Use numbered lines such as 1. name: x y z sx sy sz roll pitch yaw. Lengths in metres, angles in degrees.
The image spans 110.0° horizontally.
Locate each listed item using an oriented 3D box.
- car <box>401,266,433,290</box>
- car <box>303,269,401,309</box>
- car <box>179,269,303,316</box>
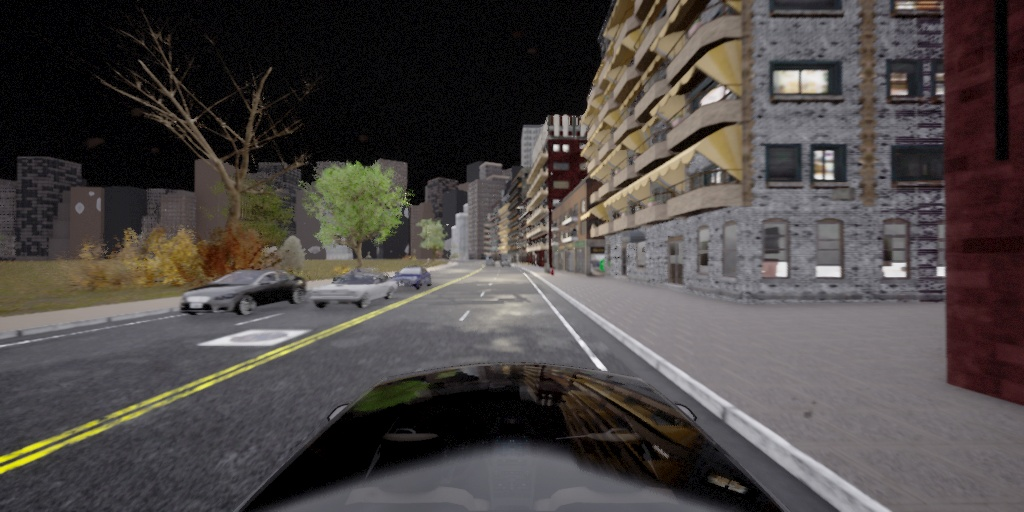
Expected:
1. car: -6.482 1.415 23.434 1.812 1.442 4.674 0 0 0
2. car: -6.570 1.408 15.429 1.895 1.301 4.718 0 0 0
3. car: -9.826 1.283 13.628 2.128 1.511 4.902 0 0 0
